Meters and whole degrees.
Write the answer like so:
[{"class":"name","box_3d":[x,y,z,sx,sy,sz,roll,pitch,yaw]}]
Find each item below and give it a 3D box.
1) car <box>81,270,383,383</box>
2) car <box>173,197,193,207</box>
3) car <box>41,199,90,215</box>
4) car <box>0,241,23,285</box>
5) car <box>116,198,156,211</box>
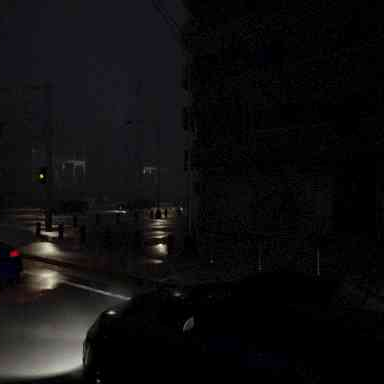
[{"class":"car","box_3d":[0.767,1.564,3.445,4.181,1.385,1.994,0,0,36]},{"class":"car","box_3d":[-0.751,1.449,49.406,1.837,1.490,4.892,0,0,36]},{"class":"car","box_3d":[-12.539,1.449,33.120,1.837,1.490,4.892,0,0,36]},{"class":"car","box_3d":[-6.084,1.564,8.315,4.181,1.385,1.994,0,0,36]},{"class":"car","box_3d":[-6.808,1.492,41.050,2.033,1.411,5.357,0,0,36]}]
